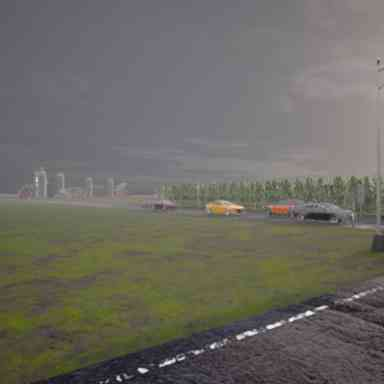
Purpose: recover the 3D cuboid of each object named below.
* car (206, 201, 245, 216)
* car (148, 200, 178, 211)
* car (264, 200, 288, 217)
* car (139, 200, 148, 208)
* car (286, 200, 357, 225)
[{"bbox_3d":[3.459,1.692,35.110,1.882,1.535,5.008,0,-1,-34],"label":"car"},{"bbox_3d":[-3.749,1.810,45.701,1.882,1.535,5.008,0,-1,-34],"label":"car"},{"bbox_3d":[9.067,1.523,32.036,2.097,1.767,4.553,0,-1,-34],"label":"car"},{"bbox_3d":[-7.241,2.001,55.990,1.994,1.385,4.181,0,-1,-34],"label":"car"},{"bbox_3d":[10.052,1.601,25.453,2.128,1.511,4.902,0,-1,-34],"label":"car"}]
